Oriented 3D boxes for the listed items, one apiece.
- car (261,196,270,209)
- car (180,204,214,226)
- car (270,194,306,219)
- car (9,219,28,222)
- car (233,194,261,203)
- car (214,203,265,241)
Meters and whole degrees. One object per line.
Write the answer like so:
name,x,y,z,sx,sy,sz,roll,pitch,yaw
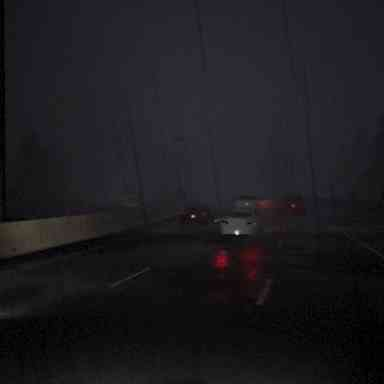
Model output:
car,9.246,1.352,41.881,2.097,1.767,4.553,0,0,2
car,0.462,1.564,23.581,1.994,1.385,4.181,0,0,11
car,8.456,1.221,29.205,2.150,2.045,5.566,0,0,8
car,-9.275,1.547,13.717,2.033,1.411,5.357,0,0,19
car,5.514,1.220,34.603,2.150,2.045,5.566,0,0,5
car,2.542,1.526,16.729,1.812,1.442,4.674,0,0,14
